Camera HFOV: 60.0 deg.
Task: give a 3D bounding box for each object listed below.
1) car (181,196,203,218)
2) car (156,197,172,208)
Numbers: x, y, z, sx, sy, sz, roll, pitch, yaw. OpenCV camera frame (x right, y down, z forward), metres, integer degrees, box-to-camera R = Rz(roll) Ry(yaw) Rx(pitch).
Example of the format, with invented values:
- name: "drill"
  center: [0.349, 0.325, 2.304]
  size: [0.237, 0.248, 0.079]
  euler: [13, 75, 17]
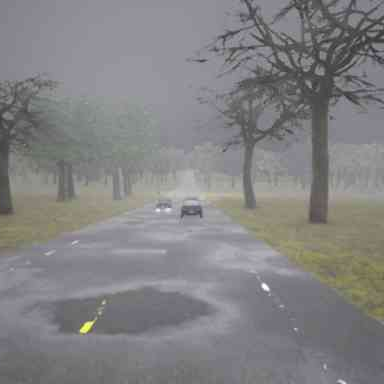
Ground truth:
- name: "car"
  center: [-0.014, 1.426, 29.924]
  size: [1.882, 1.535, 5.008]
  euler: [0, 1, 0]
- name: "car"
  center: [-3.600, 1.329, 43.948]
  size: [2.033, 1.411, 5.357]
  euler: [0, 1, 0]
